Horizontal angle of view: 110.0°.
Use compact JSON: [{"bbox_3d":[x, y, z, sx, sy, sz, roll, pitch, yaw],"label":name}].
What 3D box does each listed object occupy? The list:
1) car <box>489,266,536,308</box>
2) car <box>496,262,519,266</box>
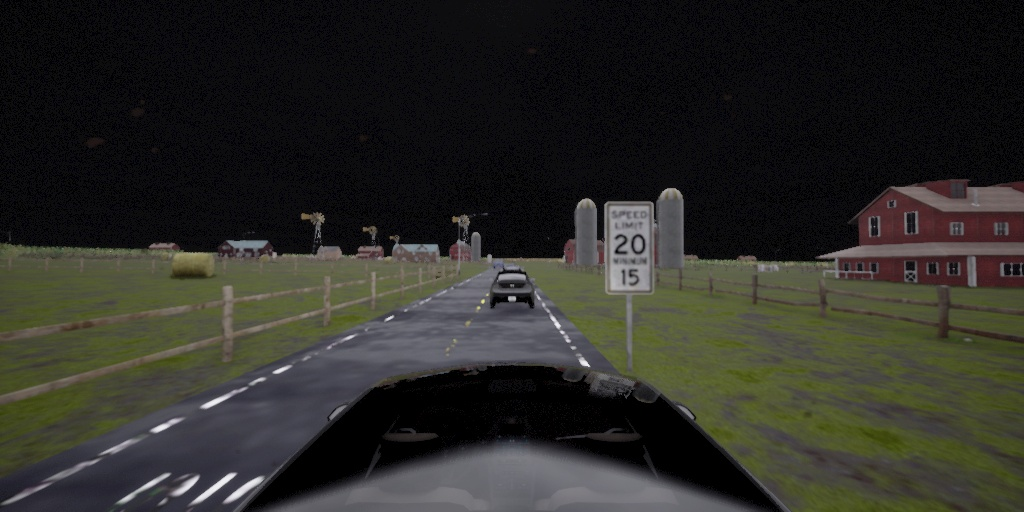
[{"bbox_3d":[0.011,1.396,16.162,1.837,1.490,4.892,0,0,0],"label":"car"},{"bbox_3d":[0.019,1.526,31.147,2.128,1.511,4.902,0,0,0],"label":"car"}]
